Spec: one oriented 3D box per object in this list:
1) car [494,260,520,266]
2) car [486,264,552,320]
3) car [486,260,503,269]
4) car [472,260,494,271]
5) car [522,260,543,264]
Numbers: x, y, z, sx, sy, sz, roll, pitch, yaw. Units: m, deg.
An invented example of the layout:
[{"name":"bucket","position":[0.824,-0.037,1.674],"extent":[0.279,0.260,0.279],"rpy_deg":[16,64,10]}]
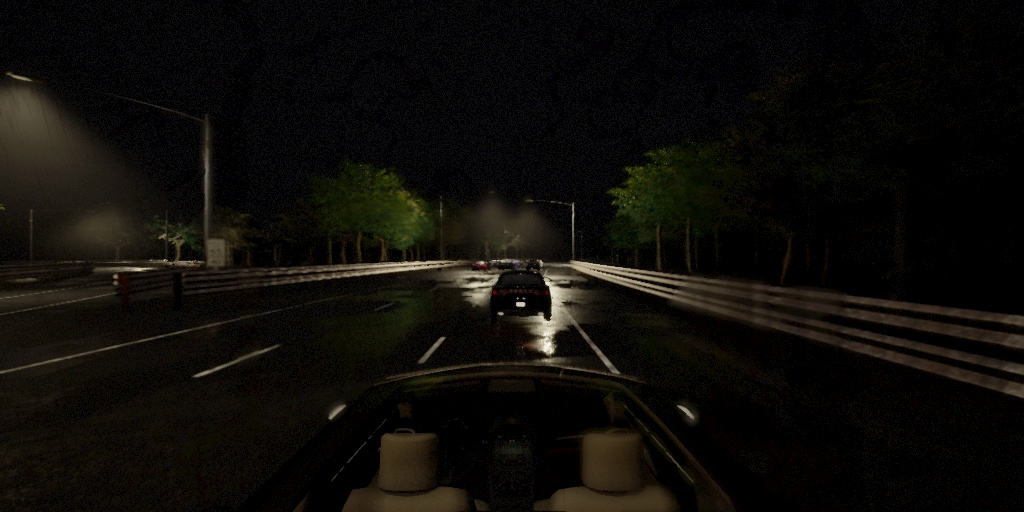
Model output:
[{"name":"car","position":[-0.634,1.284,48.815],"extent":[2.128,1.511,4.902],"rpy_deg":[0,0,7]},{"name":"car","position":[0.314,1.230,12.727],"extent":[1.882,1.535,5.008],"rpy_deg":[0,0,1]},{"name":"car","position":[-2.816,1.386,59.031],"extent":[1.994,1.385,4.181],"rpy_deg":[0,0,9]},{"name":"car","position":[-4.119,1.353,49.142],"extent":[1.994,1.385,4.181],"rpy_deg":[0,0,7]},{"name":"car","position":[2.898,1.301,48.863],"extent":[1.837,1.490,4.892],"rpy_deg":[0,0,7]}]
